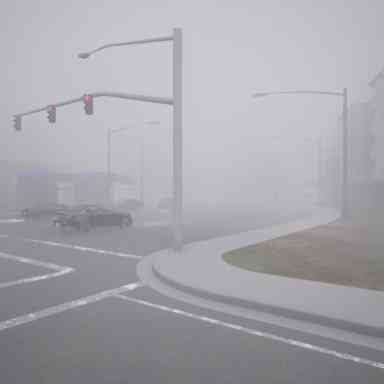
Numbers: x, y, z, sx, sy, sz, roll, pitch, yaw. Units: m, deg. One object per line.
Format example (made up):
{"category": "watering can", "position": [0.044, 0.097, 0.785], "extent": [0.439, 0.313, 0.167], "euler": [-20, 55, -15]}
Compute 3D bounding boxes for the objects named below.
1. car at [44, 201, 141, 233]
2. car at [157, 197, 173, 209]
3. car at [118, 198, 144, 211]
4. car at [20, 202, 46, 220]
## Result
{"category": "car", "position": [-5.686, 1.492, 19.619], "extent": [2.128, 1.511, 4.902], "euler": [0, 0, 37]}
{"category": "car", "position": [-3.205, 1.505, 45.340], "extent": [1.837, 1.490, 4.892], "euler": [0, 0, 15]}
{"category": "car", "position": [-7.251, 1.478, 36.087], "extent": [1.882, 1.535, 5.008], "euler": [0, 0, 30]}
{"category": "car", "position": [-12.428, 1.564, 28.604], "extent": [1.994, 1.385, 4.181], "euler": [0, 0, 36]}
